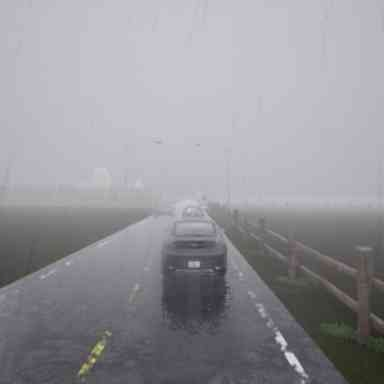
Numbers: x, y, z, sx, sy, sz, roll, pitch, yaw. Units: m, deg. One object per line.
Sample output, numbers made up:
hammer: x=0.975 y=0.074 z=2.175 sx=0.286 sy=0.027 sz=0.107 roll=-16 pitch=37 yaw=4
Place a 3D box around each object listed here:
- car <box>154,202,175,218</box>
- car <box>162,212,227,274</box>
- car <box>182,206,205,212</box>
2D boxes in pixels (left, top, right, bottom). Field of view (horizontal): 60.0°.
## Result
car: x=-2.836 y=1.899 z=35.265 sx=1.837 sy=1.490 sz=4.892 roll=0 pitch=-1 yaw=0
car: x=0.077 y=1.629 z=10.995 sx=1.837 sy=1.490 sz=4.892 roll=0 pitch=0 yaw=0
car: x=0.092 y=1.858 z=27.775 sx=2.033 sy=1.411 sz=5.357 roll=0 pitch=-1 yaw=0
